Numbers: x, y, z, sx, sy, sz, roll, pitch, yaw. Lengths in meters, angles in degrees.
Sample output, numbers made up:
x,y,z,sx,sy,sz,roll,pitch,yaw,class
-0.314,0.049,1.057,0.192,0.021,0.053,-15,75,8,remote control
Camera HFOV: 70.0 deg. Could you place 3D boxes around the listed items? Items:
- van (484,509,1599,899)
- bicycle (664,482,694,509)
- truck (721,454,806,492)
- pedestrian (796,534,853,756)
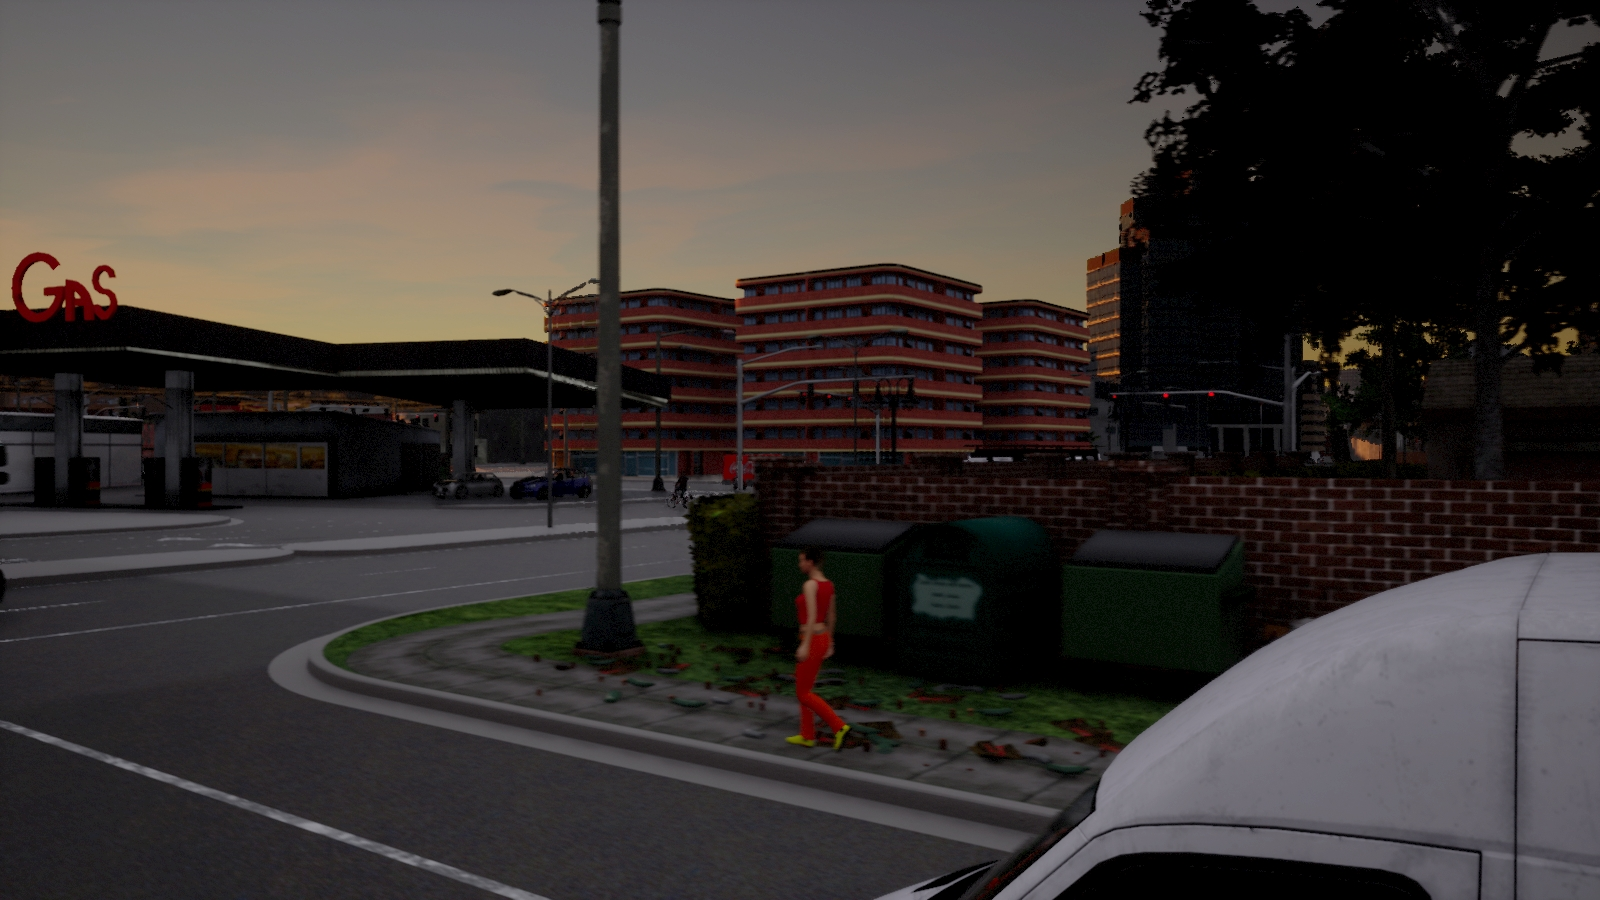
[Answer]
x,y,z,sx,sy,sz,roll,pitch,yaw,class
2.114,1.532,2.299,5.915,2.561,1.988,0,0,35,van
-5.757,2.151,54.321,0.329,1.196,1.835,0,0,34,bicycle
-2.523,1.512,77.770,5.204,2.467,2.627,0,0,34,truck
0.216,1.687,10.024,0.375,1.860,0.375,0,0,27,pedestrian
